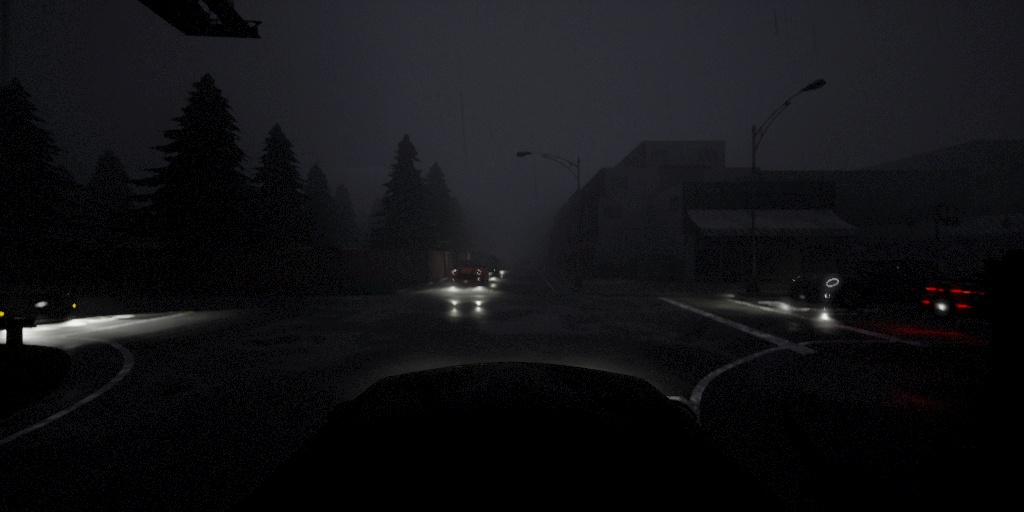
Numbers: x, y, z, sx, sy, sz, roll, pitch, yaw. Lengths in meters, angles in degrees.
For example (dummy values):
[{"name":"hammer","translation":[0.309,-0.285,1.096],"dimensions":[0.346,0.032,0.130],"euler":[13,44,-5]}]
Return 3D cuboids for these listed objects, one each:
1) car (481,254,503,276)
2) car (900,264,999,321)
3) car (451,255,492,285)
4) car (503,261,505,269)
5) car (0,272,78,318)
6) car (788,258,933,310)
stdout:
[{"name":"car","translation":[-2.447,0.856,35.701],"dimensions":[2.150,2.045,5.566],"euler":[0,0,2]},{"name":"car","translation":[13.483,1.054,9.166],"dimensions":[4.892,1.490,1.837],"euler":[0,0,2]},{"name":"car","translation":[-2.825,1.023,24.793],"dimensions":[2.097,1.767,4.553],"euler":[0,0,2]},{"name":"car","translation":[-2.002,1.072,47.491],"dimensions":[1.882,1.535,5.008],"euler":[0,1,3]},{"name":"car","translation":[-14.528,1.108,9.608],"dimensions":[4.181,1.385,1.994],"euler":[0,0,2]},{"name":"car","translation":[12.650,0.890,12.805],"dimensions":[4.553,1.767,2.097],"euler":[0,0,1]}]
